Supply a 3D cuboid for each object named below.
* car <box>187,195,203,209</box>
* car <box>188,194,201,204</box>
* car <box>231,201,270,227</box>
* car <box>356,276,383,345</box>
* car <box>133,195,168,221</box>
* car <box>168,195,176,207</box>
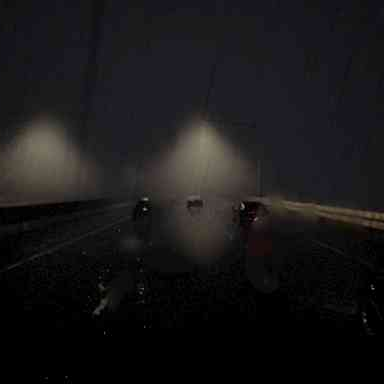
[{"bbox_3d":[0.359,1.186,40.171,2.128,1.511,4.902,0,0,0],"label":"car"},{"bbox_3d":[0.353,1.144,53.333,2.033,1.411,5.357,0,0,0],"label":"car"},{"bbox_3d":[3.722,1.338,21.431,1.837,1.490,4.892,0,0,0],"label":"car"},{"bbox_3d":[3.616,1.534,3.634,1.994,1.385,4.181,0,0,0],"label":"car"},{"bbox_3d":[-3.255,1.232,25.389,2.033,1.649,4.856,0,1,0],"label":"car"},{"bbox_3d":[-3.148,1.168,42.529,2.128,1.511,4.902,0,1,1],"label":"car"}]
